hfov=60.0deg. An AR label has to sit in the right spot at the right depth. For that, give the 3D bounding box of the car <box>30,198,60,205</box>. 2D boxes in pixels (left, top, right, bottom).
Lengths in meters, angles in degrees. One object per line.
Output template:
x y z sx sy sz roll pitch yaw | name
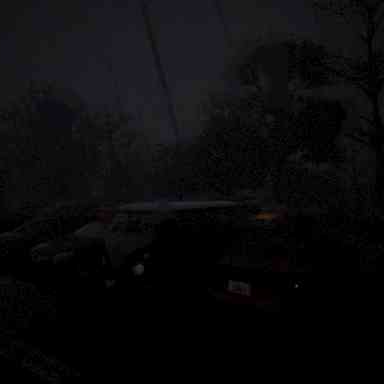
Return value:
-12.862 1.663 33.311 1.946 1.575 5.366 -1 0 36 | car

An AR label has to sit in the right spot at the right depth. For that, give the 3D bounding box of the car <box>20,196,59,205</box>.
-14.991 1.444 35.096 2.435 2.045 5.566 -1 -1 36 | car

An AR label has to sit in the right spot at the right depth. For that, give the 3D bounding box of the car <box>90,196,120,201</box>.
-6.017 1.468 28.602 2.185 1.767 4.553 -1 0 36 | car

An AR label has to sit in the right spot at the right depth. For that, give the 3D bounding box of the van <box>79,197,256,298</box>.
-0.292 1.231 8.319 1.878 1.987 4.442 -1 0 36 | van

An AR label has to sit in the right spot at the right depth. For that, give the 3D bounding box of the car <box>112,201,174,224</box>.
-3.849 1.572 27.084 2.097 1.535 5.008 -1 0 36 | car

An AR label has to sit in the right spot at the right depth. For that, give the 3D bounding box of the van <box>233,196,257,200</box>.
3.081 1.275 22.276 1.878 1.987 4.442 -1 0 36 | van

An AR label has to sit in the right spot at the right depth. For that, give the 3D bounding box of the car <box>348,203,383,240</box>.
9.775 1.431 17.348 2.097 1.535 5.008 -1 0 36 | car

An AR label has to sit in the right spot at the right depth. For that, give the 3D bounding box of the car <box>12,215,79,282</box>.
-2.479 1.520 10.030 2.002 1.452 4.674 -1 0 36 | car

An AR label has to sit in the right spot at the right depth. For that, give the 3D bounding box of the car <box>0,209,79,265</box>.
-4.757 1.533 11.620 2.163 1.488 4.792 -1 0 36 | car

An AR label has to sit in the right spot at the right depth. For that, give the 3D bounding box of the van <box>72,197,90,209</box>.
-8.184 1.391 30.335 1.878 1.987 4.442 -1 0 36 | van

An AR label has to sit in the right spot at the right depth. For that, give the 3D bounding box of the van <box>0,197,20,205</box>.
-11.445 1.348 16.586 1.878 1.987 4.442 -1 0 36 | van

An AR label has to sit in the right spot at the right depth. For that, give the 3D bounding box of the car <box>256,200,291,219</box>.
5.161 1.474 20.417 1.946 1.575 5.366 -1 0 36 | car

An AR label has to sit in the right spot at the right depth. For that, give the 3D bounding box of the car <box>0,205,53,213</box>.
-9.251 1.550 14.878 2.097 1.535 5.008 -1 0 36 | car

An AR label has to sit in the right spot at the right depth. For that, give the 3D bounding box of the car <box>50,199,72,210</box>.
-10.507 1.642 31.846 2.231 1.521 4.892 -1 0 36 | car

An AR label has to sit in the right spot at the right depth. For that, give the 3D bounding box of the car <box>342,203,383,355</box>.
4.294 1.174 5.215 2.435 2.045 5.566 1 0 36 | car

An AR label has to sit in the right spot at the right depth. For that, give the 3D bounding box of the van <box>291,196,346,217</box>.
7.450 1.228 18.862 1.878 1.987 4.442 -1 0 36 | van

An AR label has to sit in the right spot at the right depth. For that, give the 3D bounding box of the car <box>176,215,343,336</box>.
2.057 1.463 6.818 2.163 1.488 4.792 0 0 36 | car

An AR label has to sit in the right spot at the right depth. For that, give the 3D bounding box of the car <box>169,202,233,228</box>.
0.758 1.525 23.786 2.231 1.521 4.892 -1 0 36 | car

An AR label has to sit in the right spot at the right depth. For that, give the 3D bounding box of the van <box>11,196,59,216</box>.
-17.291 1.510 36.852 1.878 1.987 4.442 -1 -1 36 | van
